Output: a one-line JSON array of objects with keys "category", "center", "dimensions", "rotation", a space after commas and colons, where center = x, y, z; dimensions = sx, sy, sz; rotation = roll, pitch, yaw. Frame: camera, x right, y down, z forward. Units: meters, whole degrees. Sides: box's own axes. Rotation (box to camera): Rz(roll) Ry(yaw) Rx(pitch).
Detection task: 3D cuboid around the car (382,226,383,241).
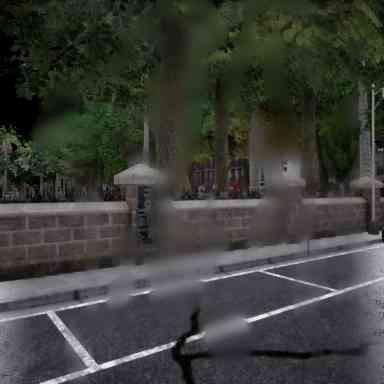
[{"category": "car", "center": [9.735, 1.310, 13.479], "dimensions": [5.009, 1.841, 2.192], "rotation": [0, 0, -36]}]
